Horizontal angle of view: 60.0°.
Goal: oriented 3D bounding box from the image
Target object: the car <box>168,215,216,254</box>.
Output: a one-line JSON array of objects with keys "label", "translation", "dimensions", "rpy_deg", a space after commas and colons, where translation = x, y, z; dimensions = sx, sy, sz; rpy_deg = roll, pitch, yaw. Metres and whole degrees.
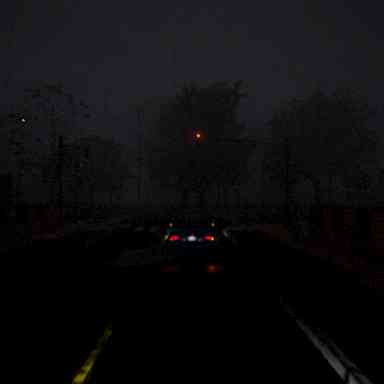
[{"label": "car", "translation": [-0.003, 1.679, 13.995], "dimensions": [2.033, 1.411, 5.357], "rpy_deg": [0, -1, 0]}]
